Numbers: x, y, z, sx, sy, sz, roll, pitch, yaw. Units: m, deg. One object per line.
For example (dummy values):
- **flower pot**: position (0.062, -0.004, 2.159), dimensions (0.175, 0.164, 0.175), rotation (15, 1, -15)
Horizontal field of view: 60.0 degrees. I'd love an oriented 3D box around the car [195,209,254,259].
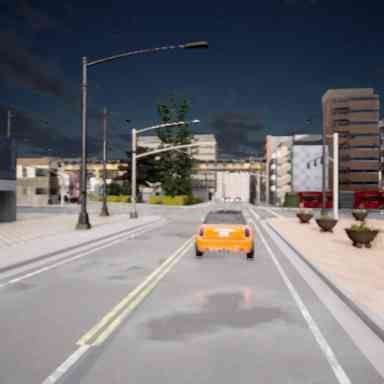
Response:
- **car**: position (1.396, 1.483, 13.532), dimensions (2.097, 1.767, 4.553), rotation (0, -1, 8)
